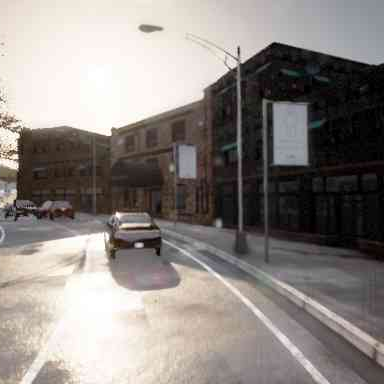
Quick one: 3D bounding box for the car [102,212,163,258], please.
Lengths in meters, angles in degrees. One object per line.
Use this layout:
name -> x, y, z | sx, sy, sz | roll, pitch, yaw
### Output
car -> -2.465, 1.546, 13.248 | 2.128, 1.511, 4.902 | 0, 0, -18

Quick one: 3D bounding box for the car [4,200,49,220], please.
car -> -12.860, 1.288, 25.142 | 2.033, 1.411, 5.357 | 1, 0, -40

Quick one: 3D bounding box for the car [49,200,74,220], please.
car -> -12.192, 1.480, 29.389 | 2.097, 1.767, 4.553 | 1, 0, -42
